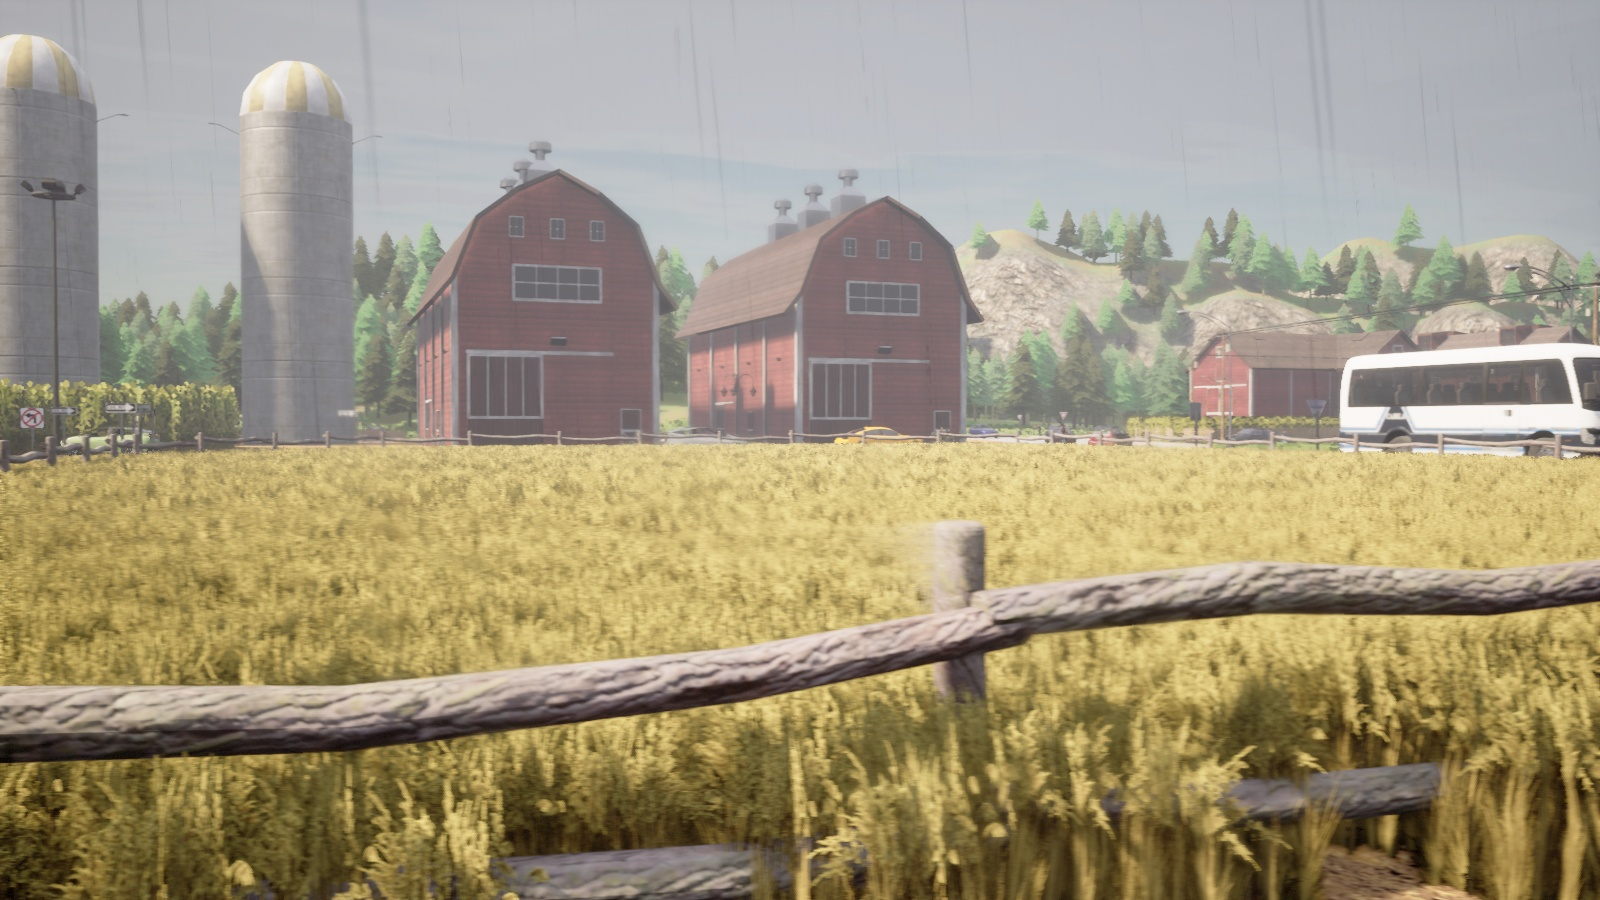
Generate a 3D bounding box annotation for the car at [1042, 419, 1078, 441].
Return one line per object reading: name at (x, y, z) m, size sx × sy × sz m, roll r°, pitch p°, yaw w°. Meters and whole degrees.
car at (19.184, -1.501, 92.867) m, size 2.163 × 1.488 × 4.792 m, roll -1°, pitch 1°, yaw 6°

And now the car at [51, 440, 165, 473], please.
car at (-34.472, 0.302, 62.640) m, size 4.514 × 1.525 × 2.007 m, roll -1°, pitch 1°, yaw -8°

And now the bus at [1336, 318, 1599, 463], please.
bus at (23.485, -1.843, 42.272) m, size 3.944 × 4.253 × 10.273 m, roll -2°, pitch 1°, yaw -21°

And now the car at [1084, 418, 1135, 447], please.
car at (17.767, -0.991, 71.906) m, size 1.789 × 1.549 × 3.705 m, roll 0°, pitch 2°, yaw 31°

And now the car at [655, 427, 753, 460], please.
car at (-4.849, -0.343, 63.328) m, size 4.514 × 1.525 × 2.007 m, roll -2°, pitch 1°, yaw -24°

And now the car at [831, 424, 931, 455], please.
car at (4.326, -0.586, 67.232) m, size 5.008 × 1.535 × 1.882 m, roll -2°, pitch 1°, yaw -20°

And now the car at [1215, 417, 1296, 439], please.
car at (32.703, -1.586, 90.189) m, size 5.357 × 1.411 × 2.033 m, roll -2°, pitch 1°, yaw -20°
